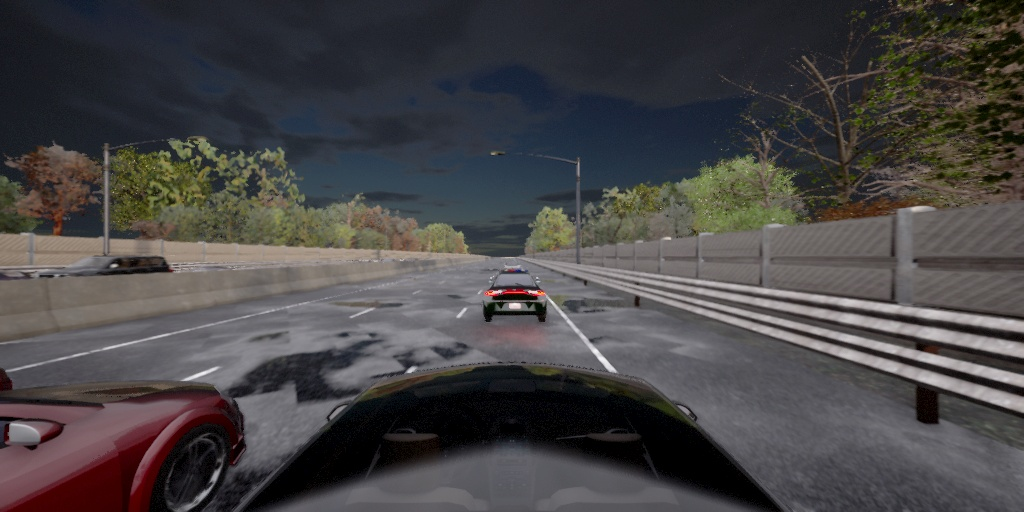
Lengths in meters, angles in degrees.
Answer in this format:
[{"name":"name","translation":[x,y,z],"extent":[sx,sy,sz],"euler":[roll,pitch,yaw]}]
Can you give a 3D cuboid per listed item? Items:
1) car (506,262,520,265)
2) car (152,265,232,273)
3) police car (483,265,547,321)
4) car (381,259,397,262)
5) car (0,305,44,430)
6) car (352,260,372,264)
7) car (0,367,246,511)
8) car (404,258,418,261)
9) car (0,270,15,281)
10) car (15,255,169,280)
[{"name":"car","translation":[0.041,1.360,44.421],"extent":[1.895,1.301,4.718],"euler":[0,0,0]},{"name":"car","translation":[-17.623,1.320,20.769],"extent":[1.994,1.385,4.181],"euler":[0,0,0]},{"name":"police car","translation":[0.087,1.257,12.700],"extent":[2.038,1.542,4.974],"euler":[0,0,0]},{"name":"car","translation":[-21.109,1.242,61.076],"extent":[1.882,1.535,5.008],"euler":[0,0,1]},{"name":"car","translation":[-6.904,1.315,2.434],"extent":[1.994,1.385,4.181],"euler":[0,0,0]},{"name":"car","translation":[-24.602,1.366,59.340],"extent":[1.895,1.301,4.718],"euler":[0,0,0]},{"name":"car","translation":[-3.404,1.314,1.511],"extent":[1.994,1.385,4.181],"euler":[0,0,0]},{"name":"car","translation":[-17.605,1.117,62.551],"extent":[2.097,1.767,4.553],"euler":[0,0,0]},{"name":"car","translation":[-24.619,1.357,16.667],"extent":[1.895,1.301,4.718],"euler":[0,0,0]},{"name":"car","translation":[-21.122,0.977,18.875],"extent":[2.150,2.045,5.566],"euler":[0,0,0]}]
